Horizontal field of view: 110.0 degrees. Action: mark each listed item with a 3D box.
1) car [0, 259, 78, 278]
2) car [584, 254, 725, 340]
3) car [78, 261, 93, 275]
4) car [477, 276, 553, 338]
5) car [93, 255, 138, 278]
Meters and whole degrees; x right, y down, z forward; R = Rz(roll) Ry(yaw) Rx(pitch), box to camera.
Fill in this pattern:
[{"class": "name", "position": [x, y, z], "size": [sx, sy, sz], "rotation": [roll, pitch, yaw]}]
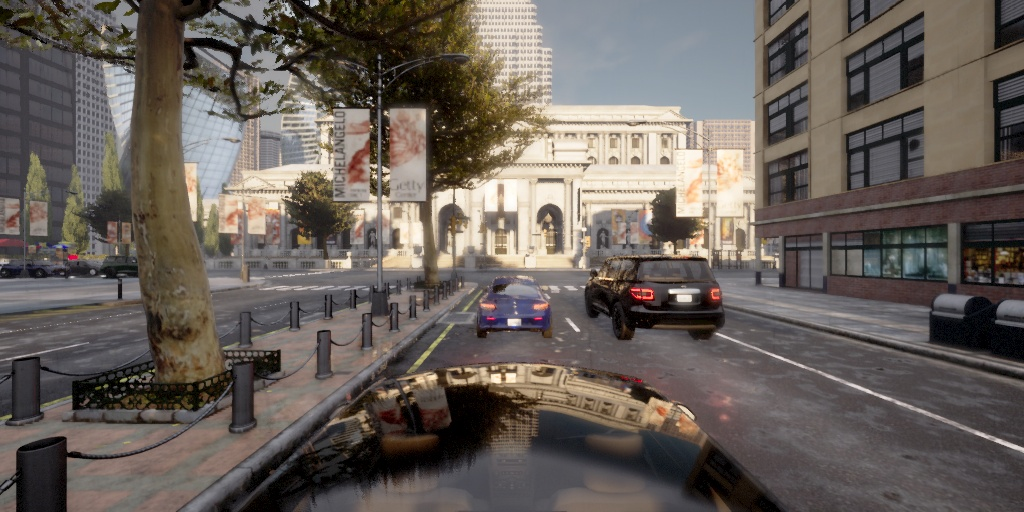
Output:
[{"class": "car", "position": [-45.080, 1.102, 34.091], "size": [4.553, 1.767, 2.097], "rotation": [0, 0, -2]}, {"class": "car", "position": [3.579, 0.971, 10.121], "size": [2.150, 2.045, 5.566], "rotation": [0, 0, 0]}, {"class": "car", "position": [-44.450, 1.255, 37.615], "size": [4.892, 1.490, 1.837], "rotation": [0, 0, -1]}, {"class": "car", "position": [0.072, 1.276, 10.110], "size": [1.812, 1.442, 4.674], "rotation": [0, 0, 0]}, {"class": "car", "position": [-35.669, 0.971, 34.171], "size": [5.566, 2.045, 2.150], "rotation": [0, 0, 0]}]
